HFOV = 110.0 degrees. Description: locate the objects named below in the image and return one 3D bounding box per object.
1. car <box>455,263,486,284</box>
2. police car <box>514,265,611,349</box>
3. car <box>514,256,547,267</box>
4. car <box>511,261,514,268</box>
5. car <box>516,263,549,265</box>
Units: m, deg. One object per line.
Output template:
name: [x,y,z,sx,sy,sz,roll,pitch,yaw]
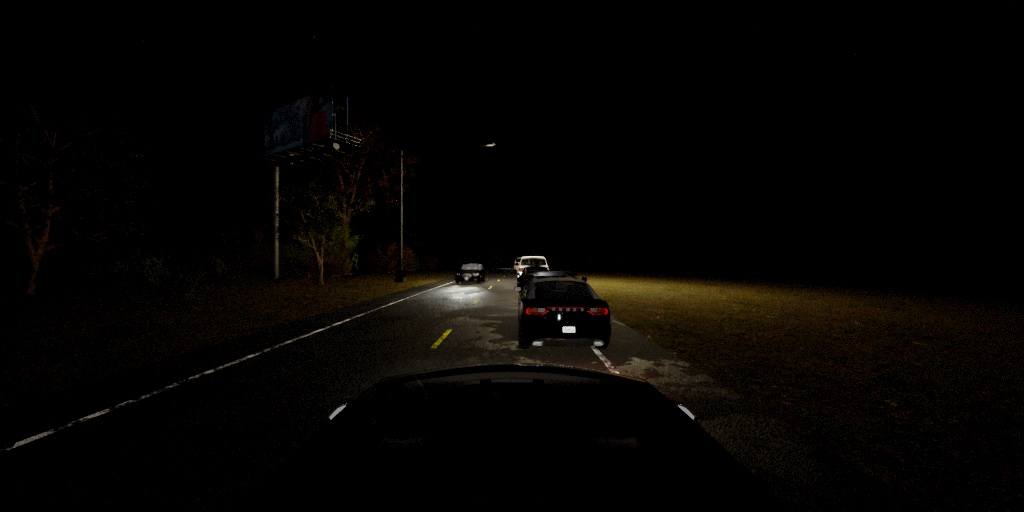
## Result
car: [-3.105,1.327,27.629,2.128,1.511,4.902,0,0,2]
police car: [1.099,1.185,9.316,1.930,1.638,5.238,0,0,1]
car: [1.445,1.044,25.181,2.150,2.045,5.566,0,0,2]
car: [1.392,1.203,46.526,2.150,2.045,5.566,0,0,4]
car: [1.276,1.296,19.172,1.837,1.490,4.892,0,0,1]
